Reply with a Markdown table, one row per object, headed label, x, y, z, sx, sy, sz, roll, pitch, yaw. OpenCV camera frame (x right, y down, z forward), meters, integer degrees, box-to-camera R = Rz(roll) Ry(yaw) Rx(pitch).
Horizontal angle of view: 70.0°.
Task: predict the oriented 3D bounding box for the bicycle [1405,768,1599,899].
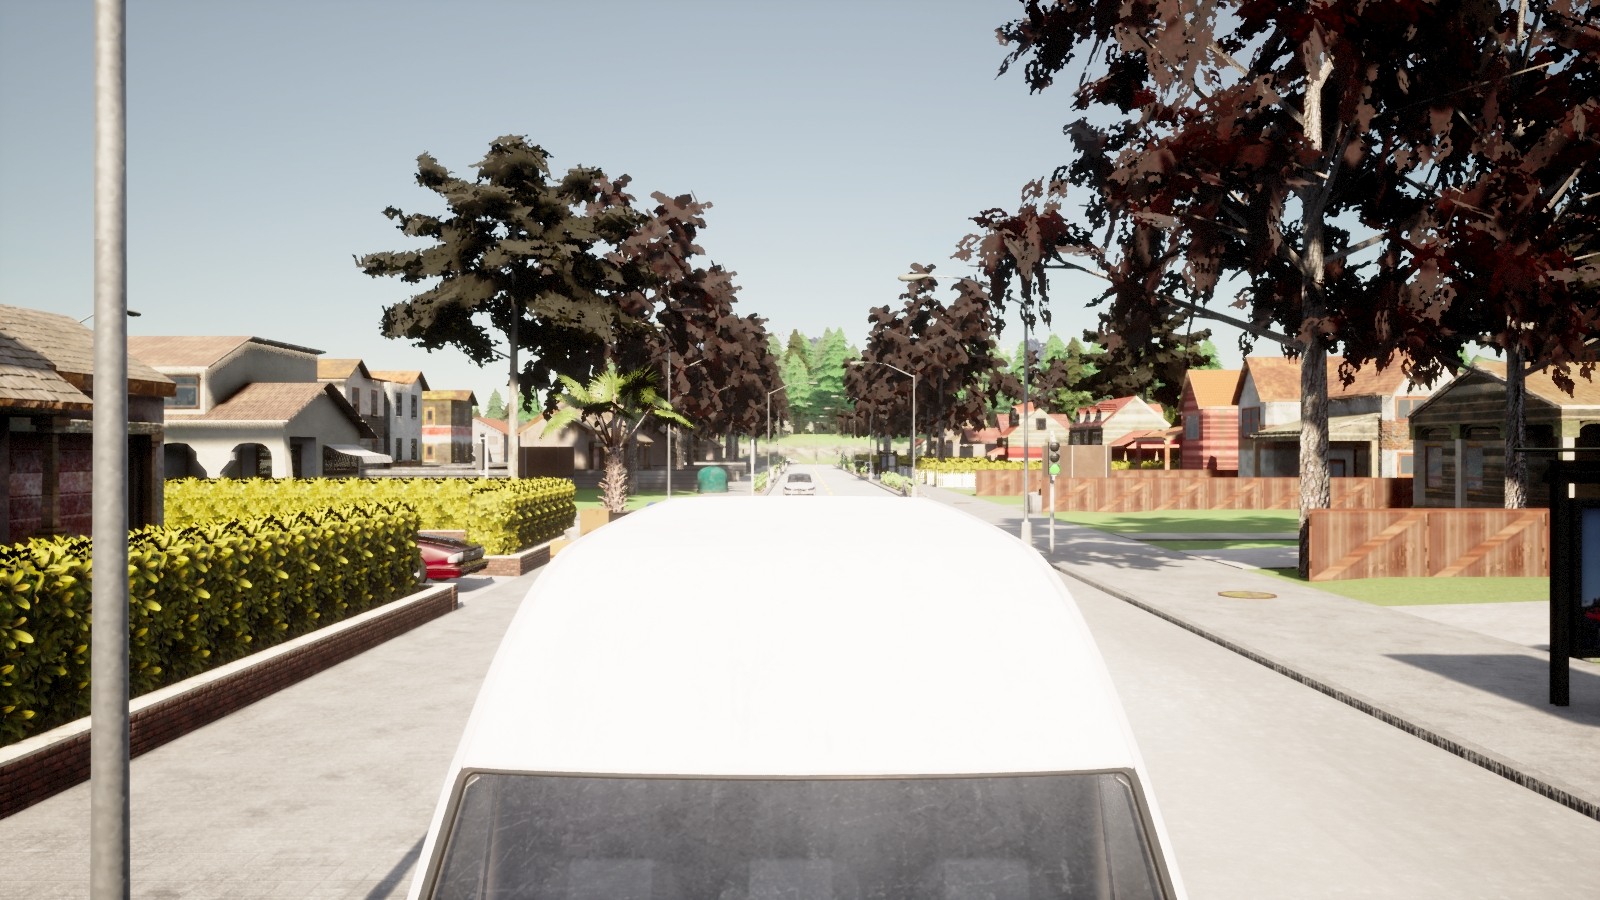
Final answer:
| label | x | y | z | sx | sy | sz | roll | pitch | yaw |
| --- | --- | --- | --- | --- | --- | --- | --- | --- | --- |
| bicycle | 2.687 | 2.062 | 3.843 | 0.329 | 1.471 | 1.835 | 0 | 0 | 0 |

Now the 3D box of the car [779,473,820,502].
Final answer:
| label | x | y | z | sx | sy | sz | roll | pitch | yaw |
| --- | --- | --- | --- | --- | --- | --- | --- | --- | --- |
| car | -0.024 | 2.087 | 64.511 | 2.231 | 1.480 | 4.892 | 0 | 0 | 0 |

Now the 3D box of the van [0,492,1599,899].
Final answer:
| label | x | y | z | sx | sy | sz | roll | pitch | yaw |
| --- | --- | --- | --- | --- | --- | --- | --- | --- | --- |
| van | 0.002 | 1.537 | 4.030 | 1.988 | 2.561 | 5.915 | 0 | 0 | 0 |
